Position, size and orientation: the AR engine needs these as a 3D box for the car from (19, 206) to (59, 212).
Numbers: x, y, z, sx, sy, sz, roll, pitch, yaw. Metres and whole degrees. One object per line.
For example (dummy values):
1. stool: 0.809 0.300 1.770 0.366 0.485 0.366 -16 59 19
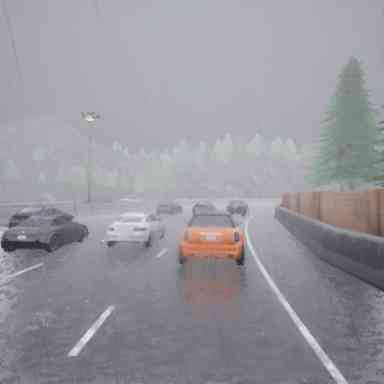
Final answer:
1. car: -8.904 1.630 20.158 1.837 1.490 4.892 0 0 8

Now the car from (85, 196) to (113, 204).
1. car: -16.542 1.966 61.068 2.033 1.411 5.357 0 0 21

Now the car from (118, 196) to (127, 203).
1. car: -11.852 1.677 63.440 2.150 2.045 5.566 0 0 22

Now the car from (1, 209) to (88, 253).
1. car: -6.074 1.654 14.241 1.994 1.385 4.181 0 0 6

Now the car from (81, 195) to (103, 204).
1. car: -18.952 1.659 64.477 2.150 2.045 5.566 0 0 21

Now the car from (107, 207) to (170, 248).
1. car: -2.460 1.638 15.327 1.812 1.442 4.674 0 0 6

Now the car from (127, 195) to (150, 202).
1. car: -9.248 1.795 60.484 2.097 1.767 4.553 0 0 22

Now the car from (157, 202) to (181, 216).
1. car: -2.335 1.767 35.835 2.128 1.511 4.902 0 0 14

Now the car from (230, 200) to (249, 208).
1. car: 5.006 1.660 36.264 2.097 1.767 4.553 0 0 15

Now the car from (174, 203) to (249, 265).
1. car: 0.769 1.454 12.371 2.097 1.767 4.553 0 0 5
